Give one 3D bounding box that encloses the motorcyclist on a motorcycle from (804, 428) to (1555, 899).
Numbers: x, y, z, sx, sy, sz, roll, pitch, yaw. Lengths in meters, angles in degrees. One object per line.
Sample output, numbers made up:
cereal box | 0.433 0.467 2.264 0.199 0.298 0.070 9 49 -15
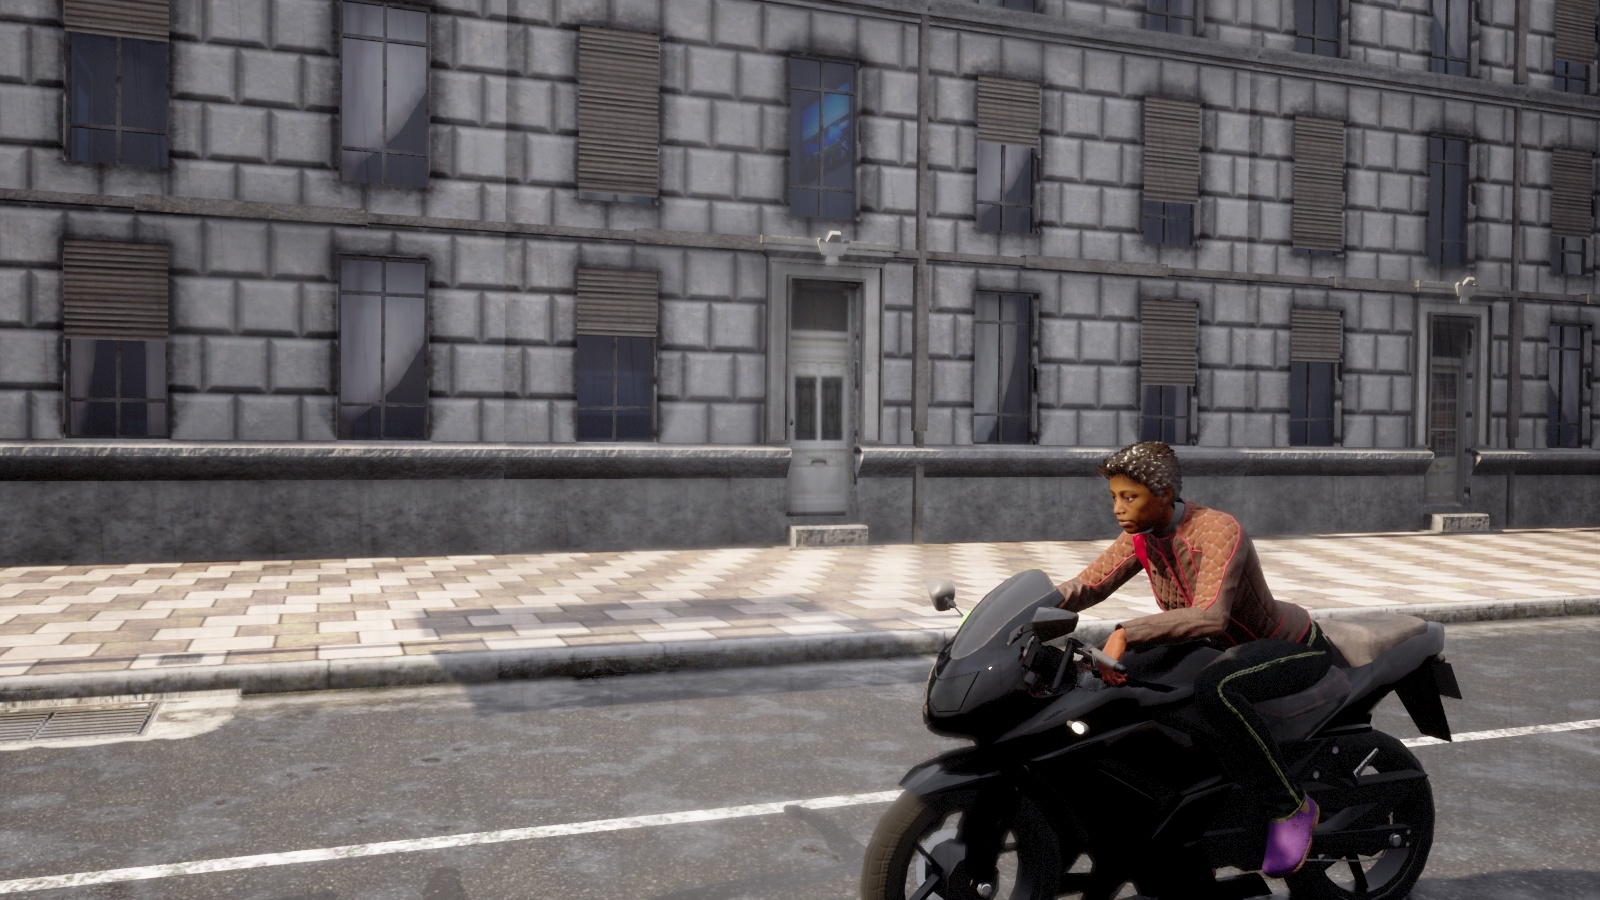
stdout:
motorcyclist on a motorcycle | 1.116 0.708 3.691 2.044 1.523 0.797 -1 1 -21
